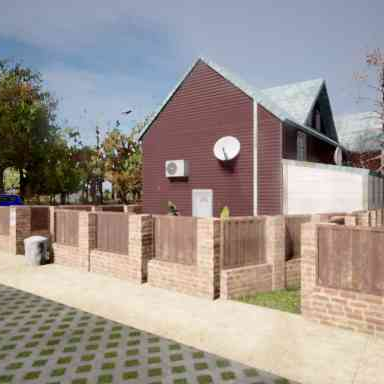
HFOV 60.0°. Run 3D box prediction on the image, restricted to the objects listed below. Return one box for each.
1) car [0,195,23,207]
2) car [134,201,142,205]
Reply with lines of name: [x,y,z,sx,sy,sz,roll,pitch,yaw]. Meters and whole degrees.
car: [-17.012,1.275,27.597,2.150,2.045,5.566,0,0,36]
car: [-5.511,1.598,43.683,1.882,1.535,5.008,0,0,36]
